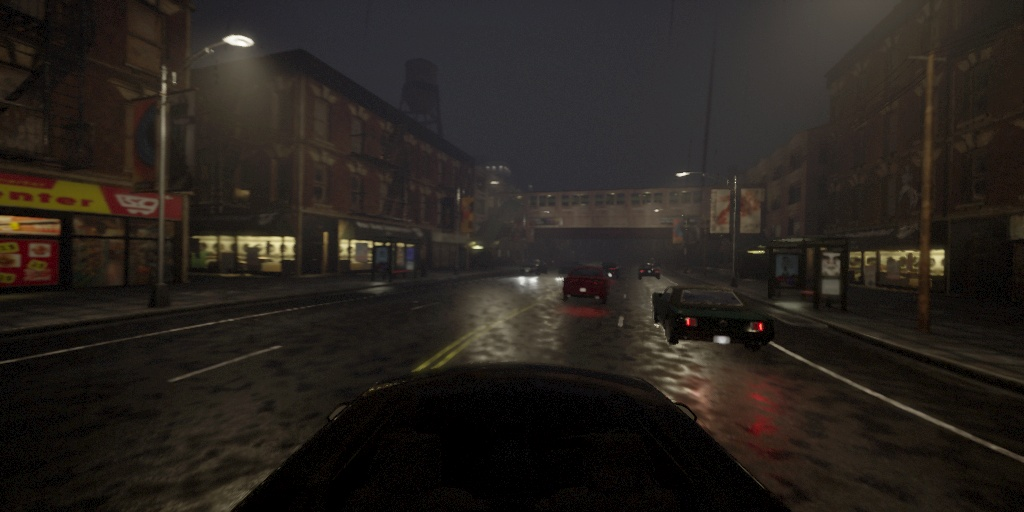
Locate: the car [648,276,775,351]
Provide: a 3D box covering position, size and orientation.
[{"bbox_3d":[4.875,1.419,9.439,1.895,1.301,4.718,1,0,15],"label":"car"}]

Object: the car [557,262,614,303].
[{"bbox_3d":[3.615,1.231,16.928,1.882,1.535,5.008,1,0,17],"label":"car"}]

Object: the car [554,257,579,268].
[{"bbox_3d":[5.810,1.190,35.167,1.882,1.535,5.008,1,0,18],"label":"car"}]

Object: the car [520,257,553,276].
[{"bbox_3d":[2.202,1.124,35.431,2.128,1.511,4.902,1,0,19],"label":"car"}]

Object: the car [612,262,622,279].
[{"bbox_3d":[9.292,1.297,34.215,1.837,1.490,4.892,1,0,18],"label":"car"}]

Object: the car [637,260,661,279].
[{"bbox_3d":[12.875,1.419,33.913,2.033,1.411,5.357,1,0,18],"label":"car"}]
